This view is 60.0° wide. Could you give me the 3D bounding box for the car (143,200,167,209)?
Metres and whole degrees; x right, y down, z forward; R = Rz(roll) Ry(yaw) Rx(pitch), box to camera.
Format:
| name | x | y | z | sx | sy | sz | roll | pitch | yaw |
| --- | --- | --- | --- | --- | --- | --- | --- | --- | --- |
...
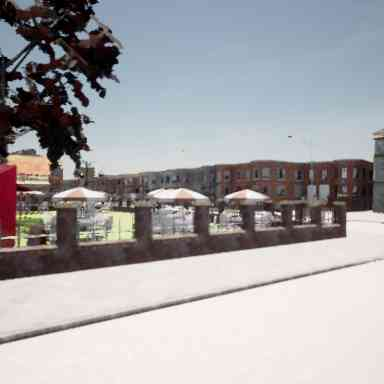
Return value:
| name | x | y | z | sx | sy | sz | roll | pitch | yaw |
| --- | --- | --- | --- | --- | --- | --- | --- | --- | --- |
| car | -5.582 | 1.787 | 45.967 | 2.033 | 1.411 | 5.357 | 1 | 0 | -35 |
